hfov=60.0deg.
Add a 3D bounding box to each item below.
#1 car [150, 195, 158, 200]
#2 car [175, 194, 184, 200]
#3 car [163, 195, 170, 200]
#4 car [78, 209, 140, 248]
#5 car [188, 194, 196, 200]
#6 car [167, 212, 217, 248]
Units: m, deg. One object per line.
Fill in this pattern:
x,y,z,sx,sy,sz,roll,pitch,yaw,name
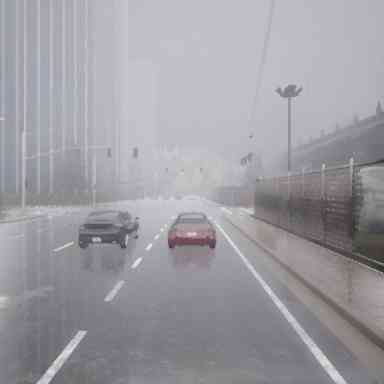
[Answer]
-10.500,1.501,91.759,2.128,1.511,4.902,0,0,0,car
-3.500,1.420,86.633,1.837,1.490,4.892,0,0,0,car
-7.000,1.516,91.759,2.033,1.411,5.357,0,0,0,car
-3.500,1.514,14.650,1.837,1.490,4.892,0,0,0,car
0.000,1.455,86.975,1.812,1.442,4.674,0,0,0,car
0.000,1.570,14.650,1.994,1.385,4.181,0,0,0,car
